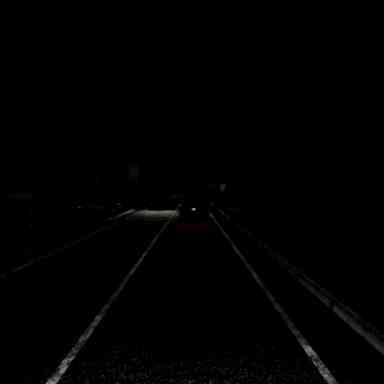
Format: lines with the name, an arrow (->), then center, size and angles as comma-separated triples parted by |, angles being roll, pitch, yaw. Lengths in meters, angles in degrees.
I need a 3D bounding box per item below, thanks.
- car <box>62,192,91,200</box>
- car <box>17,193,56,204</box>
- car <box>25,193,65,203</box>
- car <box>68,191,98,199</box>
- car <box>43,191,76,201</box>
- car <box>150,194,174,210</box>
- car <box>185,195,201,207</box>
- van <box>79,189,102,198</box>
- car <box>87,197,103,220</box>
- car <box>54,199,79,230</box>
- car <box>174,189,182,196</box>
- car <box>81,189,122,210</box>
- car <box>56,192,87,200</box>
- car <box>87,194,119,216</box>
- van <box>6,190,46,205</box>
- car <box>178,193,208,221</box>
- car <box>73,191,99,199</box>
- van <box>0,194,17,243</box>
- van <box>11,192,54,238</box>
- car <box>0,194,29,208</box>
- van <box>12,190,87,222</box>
car -> -22.108, 0.700, 63.939 | 4.792, 1.488, 2.163 | 0, 1, 0
car -> -22.062, 0.939, 47.287 | 4.674, 1.452, 2.002 | 0, 1, 0
car -> -22.062, 0.860, 50.063 | 5.008, 1.535, 2.097 | 0, 1, 0
car -> -21.895, 0.630, 66.712 | 5.366, 1.575, 1.946 | 0, 1, 0
car -> -22.103, 0.658, 55.612 | 4.553, 1.767, 2.185 | 0, 1, 0
car -> -3.326, 1.059, 35.335 | 1.882, 1.535, 5.008 | 0, 1, 0
car -> 0.122, 1.058, 41.441 | 1.994, 1.385, 4.181 | 0, 1, 0
van -> -21.968, 0.333, 72.260 | 4.442, 1.987, 1.878 | 0, 1, 0
car -> -8.968, 1.279, 23.135 | 4.674, 1.452, 2.002 | 0, 1, 0
car -> -8.956, 1.318, 17.529 | 5.008, 1.535, 2.097 | 0, 1, 0
car -> -3.208, 0.081, 76.816 | 1.812, 1.442, 4.674 | 0, 2, 0
car -> -8.942, 0.908, 28.737 | 5.566, 2.045, 2.435 | 0, 1, 0
car -> -22.070, 0.709, 61.164 | 4.892, 1.521, 2.231 | 0, 1, 0
car -> -8.782, 1.196, 25.938 | 5.366, 1.575, 1.946 | 0, 1, 0
van -> -22.179, 0.712, 44.508 | 4.442, 1.987, 1.878 | 0, 1, 0
car -> 0.113, 1.164, 24.094 | 2.033, 1.649, 4.856 | 0, 1, 0
car -> -22.112, 0.625, 69.490 | 4.792, 1.488, 2.163 | 0, 1, 0
van -> -9.073, 1.165, 11.917 | 4.442, 1.987, 1.878 | 0, 1, 0
van -> -8.842, 1.131, 14.719 | 4.442, 1.987, 1.878 | 0, 1, 0
car -> -22.029, 1.046, 38.962 | 4.792, 1.488, 2.163 | 0, 1, 0
van -> -9.080, 1.052, 20.328 | 4.442, 1.987, 1.878 | 0, 1, 0
